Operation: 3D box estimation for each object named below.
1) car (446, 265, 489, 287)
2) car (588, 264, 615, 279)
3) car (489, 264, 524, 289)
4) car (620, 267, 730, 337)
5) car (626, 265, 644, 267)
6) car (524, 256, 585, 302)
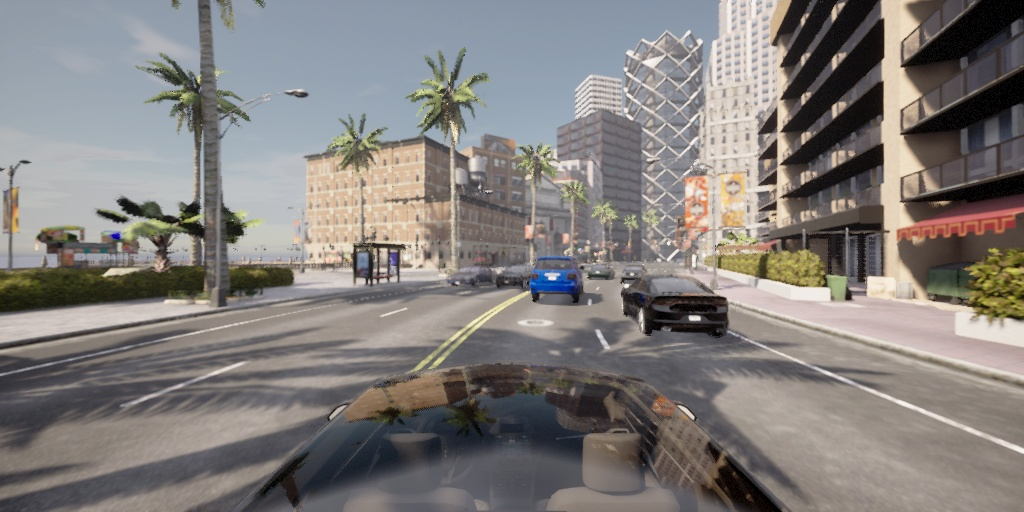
[{"bbox_3d":[-2.694,1.394,25.974,2.033,1.411,5.357,0,0,19],"label":"car"},{"bbox_3d":[8.576,1.459,34.319,1.994,1.385,4.181,0,0,24],"label":"car"},{"bbox_3d":[0.451,1.321,24.211,1.882,1.535,5.008,0,0,19],"label":"car"},{"bbox_3d":[4.489,1.270,10.609,1.882,1.535,5.008,0,0,8],"label":"car"},{"bbox_3d":[9.852,1.422,28.691,2.033,1.411,5.357,0,0,24],"label":"car"},{"bbox_3d":[2.332,1.040,17.675,2.150,2.045,5.566,0,0,14],"label":"car"}]
